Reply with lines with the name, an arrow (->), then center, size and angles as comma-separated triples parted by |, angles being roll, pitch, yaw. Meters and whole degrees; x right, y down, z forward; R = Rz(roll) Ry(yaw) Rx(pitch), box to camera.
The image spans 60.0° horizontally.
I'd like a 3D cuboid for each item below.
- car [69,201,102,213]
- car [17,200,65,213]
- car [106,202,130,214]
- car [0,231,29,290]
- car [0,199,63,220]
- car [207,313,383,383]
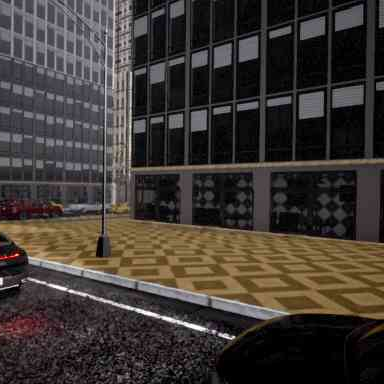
car -> -12.739, 1.802, 41.308 | 1.895, 1.301, 4.718 | 1, 0, 37
car -> -17.645, 1.643, 39.065 | 1.752, 1.417, 4.829 | 1, 0, 37
car -> -7.351, 1.830, 38.865 | 1.752, 1.417, 4.829 | 1, 0, 37
car -> -5.748, 1.500, 7.814 | 4.892, 1.490, 1.837 | 0, 0, 36
car -> -14.181, 1.519, 29.677 | 2.192, 1.841, 5.009 | 1, 0, 37
car -> 2.351, 1.505, 1.998 | 4.892, 1.490, 1.837 | 0, 0, 36
